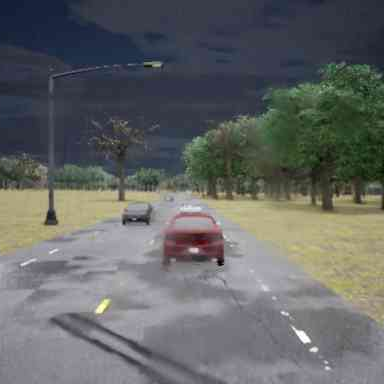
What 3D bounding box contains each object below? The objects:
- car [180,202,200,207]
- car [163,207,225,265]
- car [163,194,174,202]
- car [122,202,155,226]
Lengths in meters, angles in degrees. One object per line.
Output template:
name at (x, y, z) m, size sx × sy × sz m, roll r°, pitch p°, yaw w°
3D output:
car at (-0.151, 1.600, 30.849) m, size 1.895 × 1.301 × 4.718 m, roll 0°, pitch 0°, yaw -1°
car at (0.042, 1.500, 11.854) m, size 1.882 × 1.535 × 5.008 m, roll 0°, pitch 0°, yaw 0°
car at (-4.549, 1.220, 65.042) m, size 2.128 × 1.511 × 4.902 m, roll 0°, pitch 1°, yaw -1°
car at (-3.757, 1.493, 23.970) m, size 1.882 × 1.535 × 5.008 m, roll 0°, pitch 0°, yaw -1°
